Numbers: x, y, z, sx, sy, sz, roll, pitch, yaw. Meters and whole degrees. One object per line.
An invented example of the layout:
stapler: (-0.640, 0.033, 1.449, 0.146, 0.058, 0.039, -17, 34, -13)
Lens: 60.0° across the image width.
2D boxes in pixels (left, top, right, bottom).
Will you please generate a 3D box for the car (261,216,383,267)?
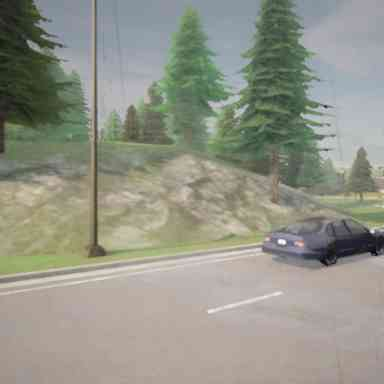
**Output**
car: (4.787, 1.561, 11.536, 5.357, 1.411, 2.033, 0, 0, -35)
